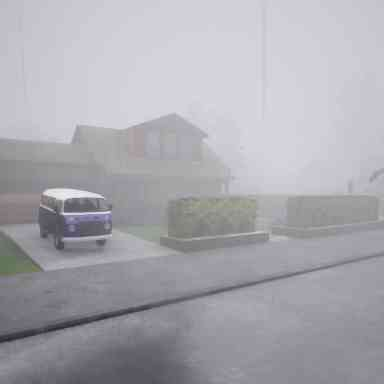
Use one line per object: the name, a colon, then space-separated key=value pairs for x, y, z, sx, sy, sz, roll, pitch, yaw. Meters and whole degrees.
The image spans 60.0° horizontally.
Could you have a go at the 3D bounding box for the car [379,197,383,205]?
car: x=24.678 y=0.985 z=41.429 sx=3.866 sy=1.878 sz=1.905 roll=0 pitch=0 yaw=0
